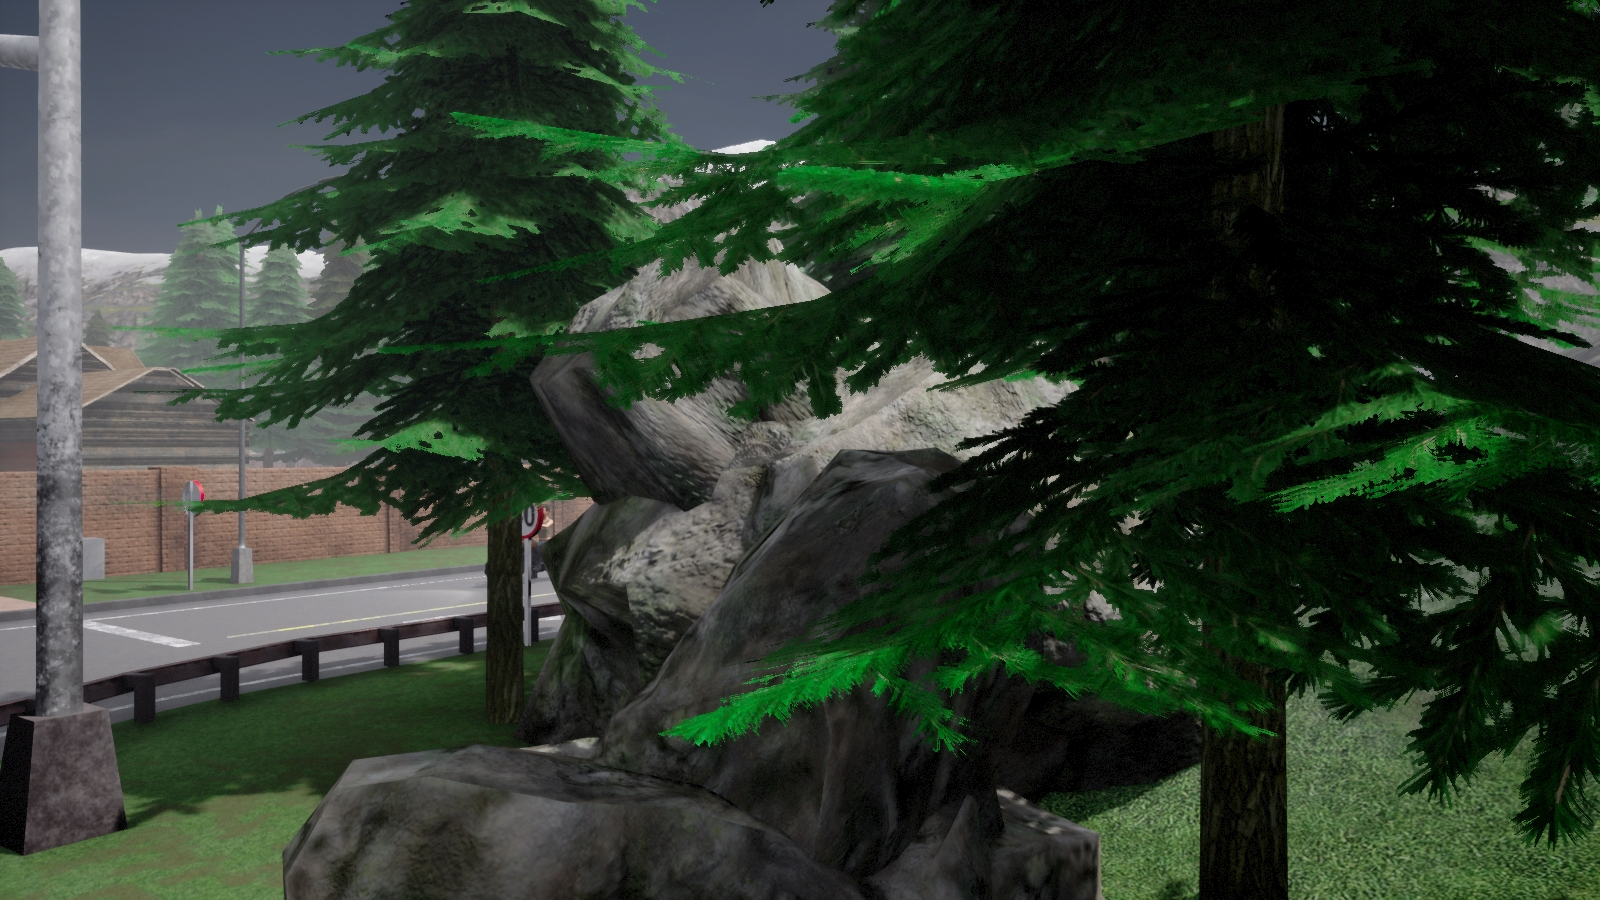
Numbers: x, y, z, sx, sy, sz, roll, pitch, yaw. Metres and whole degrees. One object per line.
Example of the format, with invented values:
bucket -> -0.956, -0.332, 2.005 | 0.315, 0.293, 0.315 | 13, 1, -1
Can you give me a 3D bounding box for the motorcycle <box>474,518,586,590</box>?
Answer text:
motorcycle -> -5.636, 2.150, 24.014 | 0.764, 1.277, 2.356 | 0, 0, 36
